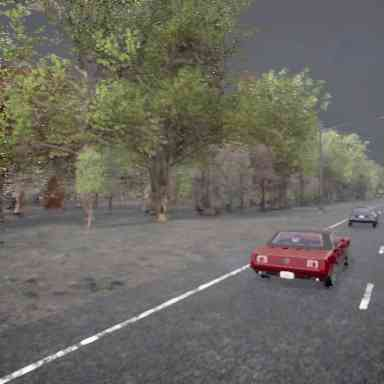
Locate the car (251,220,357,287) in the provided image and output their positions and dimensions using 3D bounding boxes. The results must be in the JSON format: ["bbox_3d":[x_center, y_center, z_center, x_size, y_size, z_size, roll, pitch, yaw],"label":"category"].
[{"bbox_3d":[3.449,1.705,9.797,1.895,1.301,4.718,-1,-1,32],"label":"car"}]

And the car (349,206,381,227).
[{"bbox_3d":[13.057,1.786,25.128,2.033,1.411,5.357,-1,-1,32],"label":"car"}]
